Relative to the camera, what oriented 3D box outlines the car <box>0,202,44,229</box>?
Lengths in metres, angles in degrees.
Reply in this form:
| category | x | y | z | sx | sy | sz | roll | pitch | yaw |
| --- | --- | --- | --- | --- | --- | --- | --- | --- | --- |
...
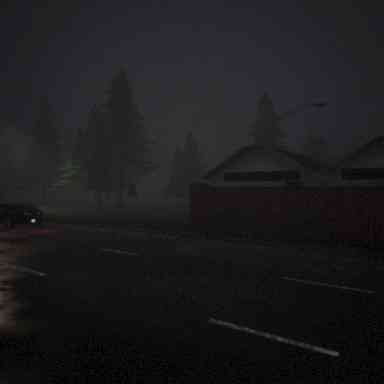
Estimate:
| category | x | y | z | sx | sy | sz | roll | pitch | yaw |
| --- | --- | --- | --- | --- | --- | --- | --- | --- | --- |
| car | -11.077 | 1.374 | 20.491 | 4.892 | 1.490 | 1.837 | 0 | 0 | 35 |
